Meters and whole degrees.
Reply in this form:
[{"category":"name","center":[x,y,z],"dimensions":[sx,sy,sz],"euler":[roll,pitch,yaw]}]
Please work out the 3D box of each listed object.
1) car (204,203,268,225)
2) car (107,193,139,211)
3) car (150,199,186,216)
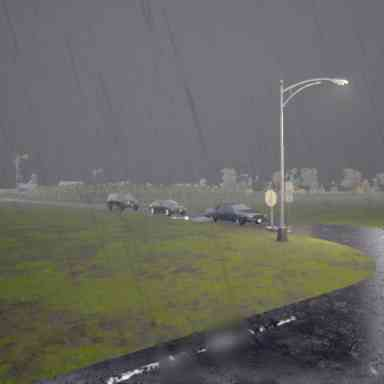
[{"category":"car","center":[3.036,1.530,24.244],"dimensions":[2.033,1.411,5.357],"euler":[0,0,-33]},{"category":"car","center":[-8.640,1.196,41.142],"dimensions":[2.150,2.045,5.566],"euler":[-1,0,-37]},{"category":"car","center":[-2.415,1.483,32.463],"dimensions":[1.837,1.490,4.892],"euler":[0,0,-35]}]
